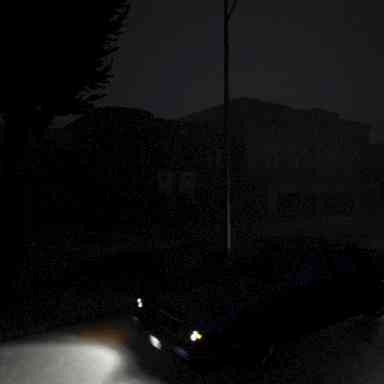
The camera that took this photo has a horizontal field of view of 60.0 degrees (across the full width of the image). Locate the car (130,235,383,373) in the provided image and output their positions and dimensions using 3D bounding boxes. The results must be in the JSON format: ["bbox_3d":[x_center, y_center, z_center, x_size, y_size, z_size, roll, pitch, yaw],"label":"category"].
[{"bbox_3d":[1.699,1.523,5.802,5.357,1.411,2.033,0,0,-35],"label":"car"}]
